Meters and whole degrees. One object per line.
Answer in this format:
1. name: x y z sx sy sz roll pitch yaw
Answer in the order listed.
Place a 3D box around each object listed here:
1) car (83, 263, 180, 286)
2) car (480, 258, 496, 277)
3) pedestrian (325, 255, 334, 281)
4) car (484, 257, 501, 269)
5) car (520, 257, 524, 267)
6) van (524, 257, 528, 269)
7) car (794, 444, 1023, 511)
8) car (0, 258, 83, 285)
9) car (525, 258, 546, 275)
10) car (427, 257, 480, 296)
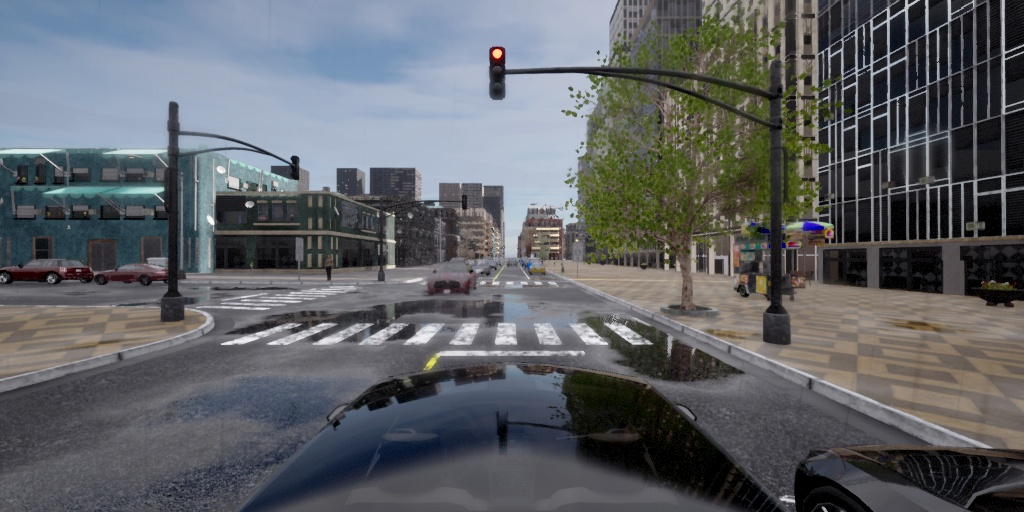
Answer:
1. car: -22.822 1.090 21.892 4.207 1.307 1.802 0 0 -1
2. car: -3.097 1.244 36.082 2.128 1.511 4.902 0 0 0
3. pedestrian: -12.751 0.788 24.984 0.375 1.860 0.375 0 -1 -1
4. car: -3.077 1.302 51.991 2.033 1.411 5.357 0 0 1
5. car: 2.687 1.305 55.187 2.007 1.370 4.403 0 0 0
6. van: 2.688 1.094 44.085 1.690 1.789 3.998 0 0 0
7. car: 2.691 1.316 0.504 1.948 1.339 4.313 0 0 0
8. car: -28.370 0.879 21.814 4.097 1.591 1.967 0 0 -1
9. car: 2.689 1.278 38.703 1.751 1.417 4.829 0 0 0
10. car: -3.100 1.103 19.324 2.097 1.767 4.553 0 0 0
